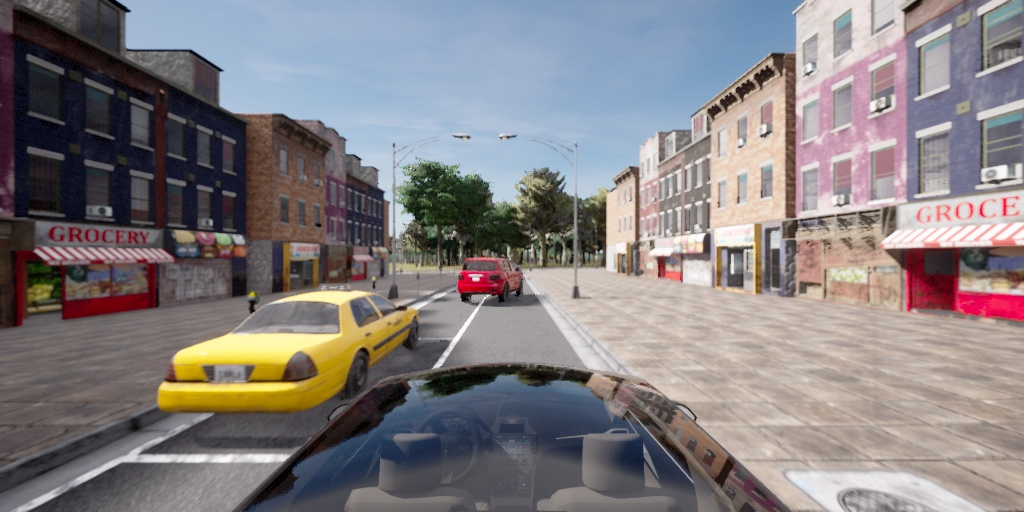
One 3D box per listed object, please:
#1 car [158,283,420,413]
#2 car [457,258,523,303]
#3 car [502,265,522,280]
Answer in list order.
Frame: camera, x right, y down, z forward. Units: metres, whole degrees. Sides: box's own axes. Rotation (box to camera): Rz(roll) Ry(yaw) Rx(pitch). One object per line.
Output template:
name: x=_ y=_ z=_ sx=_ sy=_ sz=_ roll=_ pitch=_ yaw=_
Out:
car: x=-3.032 y=1.257 z=6.406 sx=1.801 sy=1.575 sz=5.366 roll=0 pitch=-1 yaw=0
car: x=-0.950 y=1.147 z=18.289 sx=2.150 sy=2.045 sz=5.566 roll=0 pitch=-1 yaw=14
car: x=0.027 y=1.703 z=37.534 sx=1.994 sy=1.385 sz=4.181 roll=0 pitch=-1 yaw=0
